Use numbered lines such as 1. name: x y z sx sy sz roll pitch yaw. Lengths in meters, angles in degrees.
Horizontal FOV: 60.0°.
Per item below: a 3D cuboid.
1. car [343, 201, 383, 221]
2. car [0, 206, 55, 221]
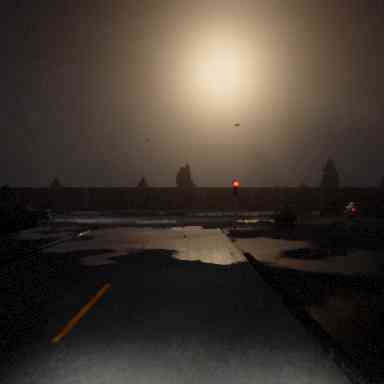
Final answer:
1. car: 15.918 1.600 29.328 4.553 1.767 2.097 0 -1 0
2. car: -14.707 1.851 29.315 4.718 1.301 1.895 0 -1 0
